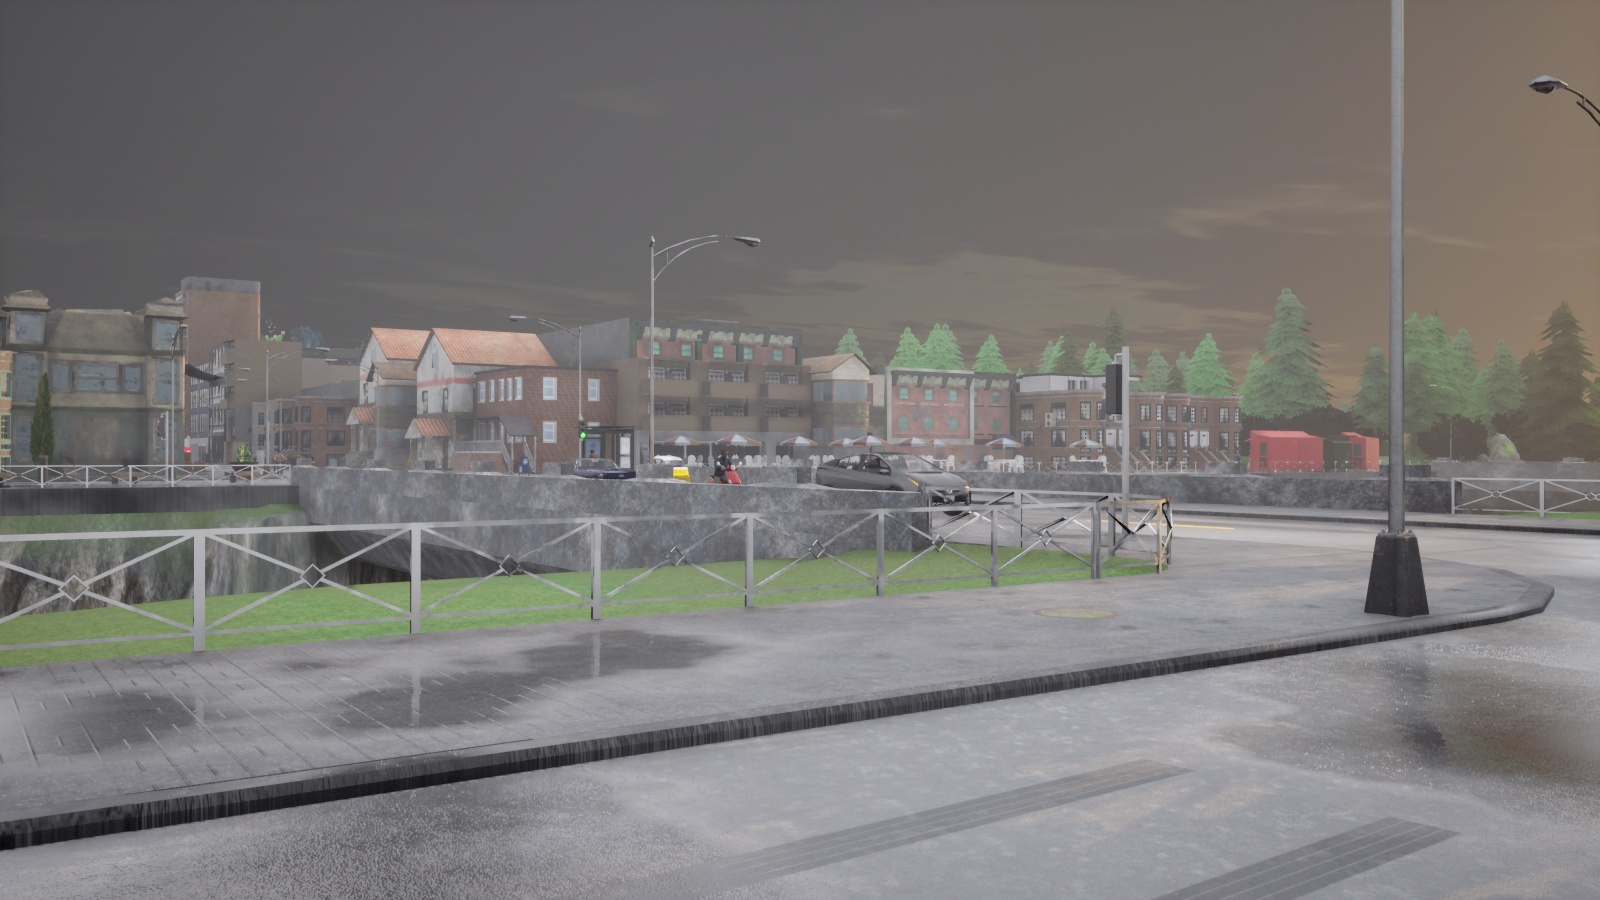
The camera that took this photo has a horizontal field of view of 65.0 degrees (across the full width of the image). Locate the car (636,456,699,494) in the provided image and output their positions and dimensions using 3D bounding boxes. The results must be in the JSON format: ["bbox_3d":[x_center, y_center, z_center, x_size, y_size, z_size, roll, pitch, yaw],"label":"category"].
[{"bbox_3d":[-5.078,0.928,47.996,1.481,1.376,2.207,0,0,-35],"label":"car"}]

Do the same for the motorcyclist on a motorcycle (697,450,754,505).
[{"bbox_3d":[-2.200,0.793,36.867,0.866,1.590,1.817,0,0,-35],"label":"motorcyclist on a motorcycle"}]

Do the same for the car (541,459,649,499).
[{"bbox_3d":[-7.285,0.969,44.165,1.895,1.301,4.718,0,0,-35],"label":"car"}]

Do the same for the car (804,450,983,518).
[{"bbox_3d":[2.184,0.762,30.640,2.007,1.525,4.514,0,0,-34],"label":"car"}]
